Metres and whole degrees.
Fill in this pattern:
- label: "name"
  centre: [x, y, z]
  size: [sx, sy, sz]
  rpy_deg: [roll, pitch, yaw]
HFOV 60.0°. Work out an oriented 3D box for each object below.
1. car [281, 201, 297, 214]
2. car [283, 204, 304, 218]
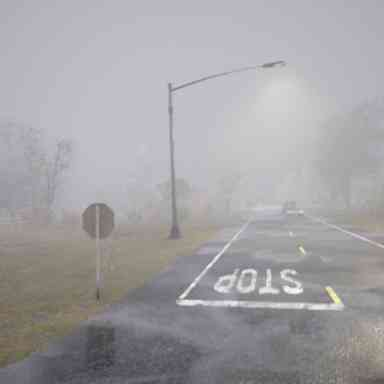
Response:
- label: "car"
  centre: [15.085, 2.369, 51.481]
  size: [2.150, 2.045, 5.566]
  rpy_deg: [-3, -2, 13]
- label: "car"
  centre: [12.840, 2.496, 41.626]
  size: [1.895, 1.301, 4.718]
  rpy_deg: [-3, -2, 13]
